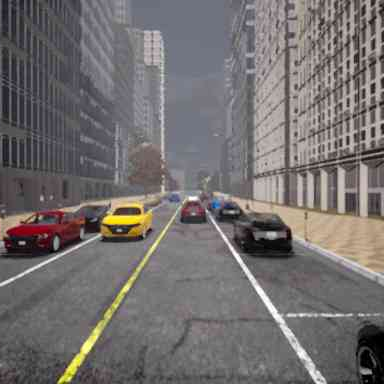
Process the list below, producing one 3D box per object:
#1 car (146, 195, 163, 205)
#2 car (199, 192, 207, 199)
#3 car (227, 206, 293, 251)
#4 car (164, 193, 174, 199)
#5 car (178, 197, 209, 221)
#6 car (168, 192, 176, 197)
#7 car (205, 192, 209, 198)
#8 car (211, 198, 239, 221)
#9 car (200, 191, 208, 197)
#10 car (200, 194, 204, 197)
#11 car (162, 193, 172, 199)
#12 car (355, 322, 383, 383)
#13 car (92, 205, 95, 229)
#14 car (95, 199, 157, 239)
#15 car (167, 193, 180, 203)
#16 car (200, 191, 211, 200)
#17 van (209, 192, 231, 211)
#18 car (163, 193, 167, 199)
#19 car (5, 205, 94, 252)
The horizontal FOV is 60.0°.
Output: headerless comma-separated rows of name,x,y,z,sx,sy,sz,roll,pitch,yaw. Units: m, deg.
car,-5.655,1.147,47.345,1.752,1.417,4.829,0,0,0
car,2.749,0.843,81.820,1.752,1.417,4.829,0,1,0
car,2.702,1.463,13.347,1.947,1.339,4.313,0,0,0
car,-5.632,0.885,81.669,1.947,1.339,4.313,0,1,0
car,0.116,1.330,25.196,1.812,1.442,4.674,0,0,0
car,-5.623,0.796,93.052,1.802,1.307,4.206,0,1,0
car,2.718,1.156,36.114,1.967,1.590,4.097,0,0,0
car,2.710,1.374,24.731,1.947,1.339,4.313,0,0,0
car,2.735,0.836,58.881,2.192,1.841,5.009,0,1,0
car,0.129,1.270,41.710,1.895,1.301,4.718,0,1,0
car,-5.635,0.922,75.977,2.008,1.369,4.403,0,1,0
car,2.694,1.550,1.963,1.947,1.339,4.313,0,0,0
car,-5.675,1.420,19.053,1.947,1.339,4.313,0,0,0
car,-3.089,1.350,16.641,1.882,1.535,5.008,0,0,0
car,-3.014,1.009,57.793,1.882,1.535,5.008,0,1,1
car,2.743,0.736,70.265,2.192,1.841,5.009,0,1,0
van,2.714,1.104,30.423,1.690,1.788,3.998,0,0,0
car,-5.651,1.122,53.208,2.008,1.369,4.403,0,0,0
car,-5.679,1.443,13.360,1.887,1.381,4.507,0,0,0
